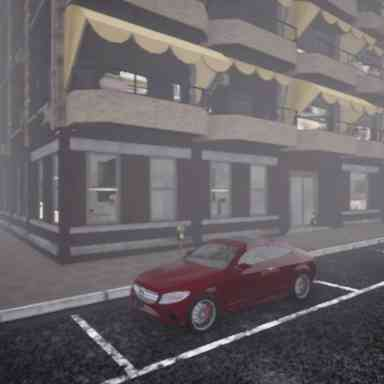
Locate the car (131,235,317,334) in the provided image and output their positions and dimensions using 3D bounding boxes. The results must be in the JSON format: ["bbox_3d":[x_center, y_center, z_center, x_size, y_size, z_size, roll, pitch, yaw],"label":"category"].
[{"bbox_3d":[0.838,1.583,6.732,4.206,1.307,1.802,-1,1,-36],"label":"car"}]
